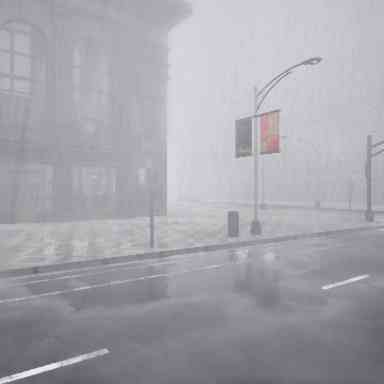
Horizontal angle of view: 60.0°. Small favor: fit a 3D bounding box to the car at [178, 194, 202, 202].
[{"bbox_3d":[-0.435,1.034,54.671,1.895,1.301,4.718,0,1,-35],"label":"car"}]
